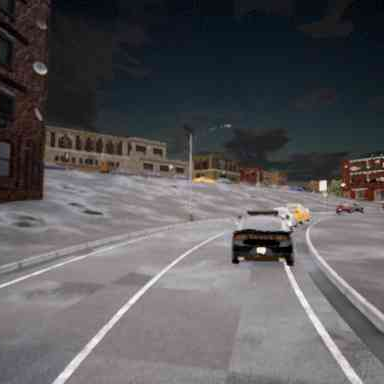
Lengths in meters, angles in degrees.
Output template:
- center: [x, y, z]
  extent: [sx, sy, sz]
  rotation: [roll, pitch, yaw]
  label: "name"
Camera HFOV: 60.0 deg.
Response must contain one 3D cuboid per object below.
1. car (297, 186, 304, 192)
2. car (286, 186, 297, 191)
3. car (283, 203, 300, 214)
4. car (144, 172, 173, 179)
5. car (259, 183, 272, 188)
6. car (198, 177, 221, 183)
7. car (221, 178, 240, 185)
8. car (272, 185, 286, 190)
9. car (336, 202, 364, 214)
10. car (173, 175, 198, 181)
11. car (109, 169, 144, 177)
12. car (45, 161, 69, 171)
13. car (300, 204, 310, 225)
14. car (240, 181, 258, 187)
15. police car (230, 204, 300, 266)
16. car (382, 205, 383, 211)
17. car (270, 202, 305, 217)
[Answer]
- center: [26.770, -0.454, 85.484]
  extent: [2.435, 2.045, 5.566]
  rotation: [-4, -6, 44]
  label: "car"
- center: [22.885, -0.680, 81.441]
  extent: [2.185, 1.767, 4.553]
  rotation: [-4, -6, 45]
  label: "car"
- center: [5.472, 1.634, 20.883]
  extent: [1.812, 1.442, 4.674]
  rotation: [-1, -1, 23]
  label: "car"
- center: [-6.274, -2.549, 55.775]
  extent: [4.892, 1.521, 2.231]
  rotation: [3, -5, -37]
  label: "car"
- center: [14.999, -1.128, 73.702]
  extent: [4.674, 1.452, 2.002]
  rotation: [4, -6, -43]
  label: "car"
- center: [2.429, -2.022, 62.638]
  extent: [5.008, 1.535, 2.097]
  rotation: [4, -5, -39]
  label: "car"
- center: [6.650, -1.872, 66.200]
  extent: [4.553, 1.767, 2.185]
  rotation: [4, -5, -40]
  label: "car"
- center: [18.909, -0.878, 77.449]
  extent: [4.892, 1.521, 2.231]
  rotation: [4, -6, -44]
  label: "car"
- center: [20.245, 2.051, 42.704]
  extent: [4.674, 1.442, 1.812]
  rotation: [1, -3, -37]
  label: "car"
- center: [-1.886, -2.251, 59.157]
  extent: [4.674, 1.452, 2.002]
  rotation: [3, -5, -38]
  label: "car"
- center: [-10.703, -2.783, 52.488]
  extent: [4.892, 1.521, 2.231]
  rotation: [3, -5, -36]
  label: "car"
- center: [-19.492, -3.347, 45.994]
  extent: [4.553, 1.767, 2.185]
  rotation: [3, -5, -36]
  label: "car"
- center: [7.956, 1.655, 26.045]
  extent: [1.882, 1.535, 5.008]
  rotation: [-2, -2, 29]
  label: "car"
- center: [10.938, -1.425, 69.975]
  extent: [4.792, 1.488, 2.163]
  rotation: [4, -5, -41]
  label: "car"
- center: [2.541, 1.452, 11.915]
  extent: [1.930, 1.638, 5.238]
  rotation: [-1, 0, 13]
  label: "police car"
- center: [30.919, 2.255, 50.708]
  extent: [4.902, 1.511, 2.128]
  rotation: [2, -4, -35]
  label: "car"
- center: [11.098, 2.000, 38.361]
  extent: [1.882, 1.535, 5.008]
  rotation: [-3, -3, 41]
  label: "car"
